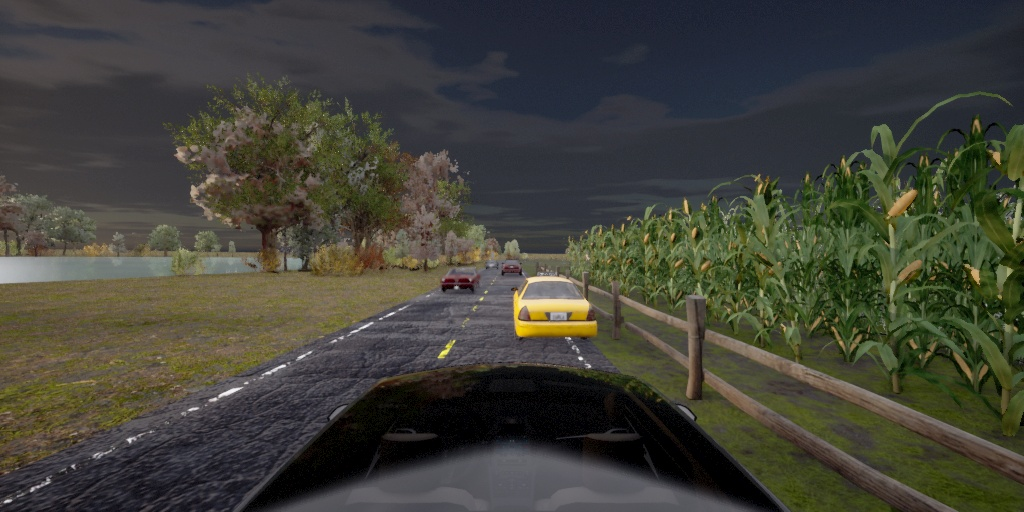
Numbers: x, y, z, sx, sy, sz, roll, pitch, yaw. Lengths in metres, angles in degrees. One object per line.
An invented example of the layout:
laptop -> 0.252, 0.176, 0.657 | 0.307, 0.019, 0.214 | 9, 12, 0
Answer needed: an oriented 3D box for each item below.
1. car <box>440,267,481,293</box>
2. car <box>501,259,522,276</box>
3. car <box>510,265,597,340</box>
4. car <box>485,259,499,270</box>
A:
car -> -2.909, 1.347, 21.026 | 1.895, 1.301, 4.718 | 0, 0, 0
car -> -0.031, 1.097, 37.931 | 2.097, 1.767, 4.553 | 0, 0, 0
car -> 0.938, 1.204, 9.861 | 1.801, 1.575, 5.366 | 0, 0, 0
car -> -2.902, 1.235, 52.693 | 2.128, 1.511, 4.902 | 0, 0, 0
